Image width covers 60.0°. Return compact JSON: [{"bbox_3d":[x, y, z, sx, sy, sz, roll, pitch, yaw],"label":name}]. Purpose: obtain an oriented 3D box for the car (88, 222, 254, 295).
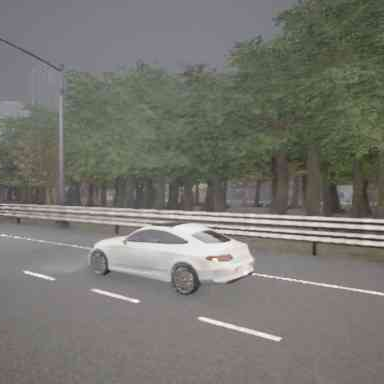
[{"bbox_3d":[-0.704,1.528,8.677,4.674,1.442,1.812,0,0,36],"label":"car"}]
